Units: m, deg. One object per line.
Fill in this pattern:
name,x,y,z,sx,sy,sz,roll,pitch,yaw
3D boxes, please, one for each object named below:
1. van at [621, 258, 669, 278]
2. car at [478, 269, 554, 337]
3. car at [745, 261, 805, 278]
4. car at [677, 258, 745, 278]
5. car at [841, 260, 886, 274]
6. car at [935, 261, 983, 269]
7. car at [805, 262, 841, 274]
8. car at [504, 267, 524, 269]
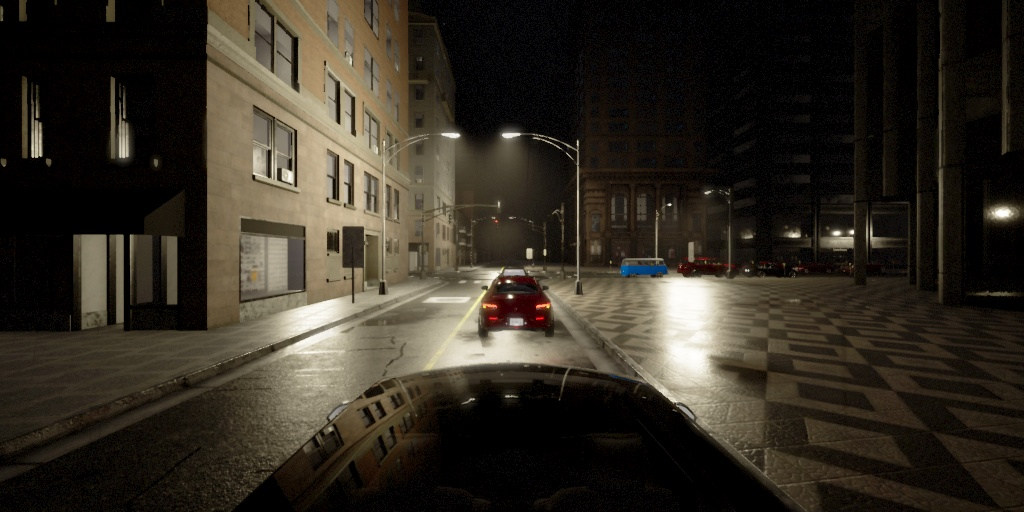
van,11.749,1.103,31.916,3.998,1.789,1.690,0,0,-1
car,0.097,1.271,10.105,1.812,1.442,4.674,0,0,0
car,23.030,1.324,32.080,4.313,1.339,1.948,0,0,-1
car,17.390,1.076,31.998,5.009,1.841,2.192,0,0,-1
car,39.848,1.183,40.851,4.097,1.591,1.967,0,0,-1
car,39.947,1.188,32.326,4.097,1.591,1.967,0,0,-1
car,34.209,1.329,40.769,4.207,1.307,1.802,0,0,-1
car,0.114,1.302,19.977,1.994,1.385,4.181,0,0,0
